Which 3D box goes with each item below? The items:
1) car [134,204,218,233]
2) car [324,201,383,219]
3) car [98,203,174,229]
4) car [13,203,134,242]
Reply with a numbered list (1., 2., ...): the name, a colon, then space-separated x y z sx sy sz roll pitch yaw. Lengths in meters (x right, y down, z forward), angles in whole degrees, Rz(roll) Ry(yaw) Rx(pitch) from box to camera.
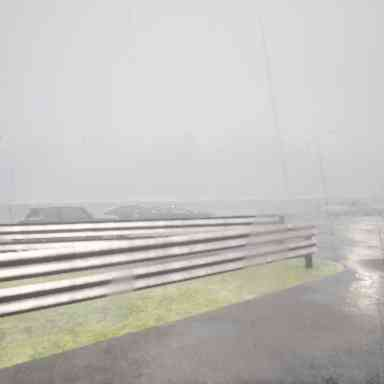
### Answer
1. car: -0.900 1.420 18.828 4.902 1.511 2.128 -1 0 -14
2. car: 12.843 1.350 25.786 4.718 1.301 1.895 -1 0 -14
3. car: -3.685 1.497 21.752 4.674 1.442 1.812 -1 0 -14
4. car: -4.972 1.334 14.230 4.553 1.767 2.097 -1 0 -14
